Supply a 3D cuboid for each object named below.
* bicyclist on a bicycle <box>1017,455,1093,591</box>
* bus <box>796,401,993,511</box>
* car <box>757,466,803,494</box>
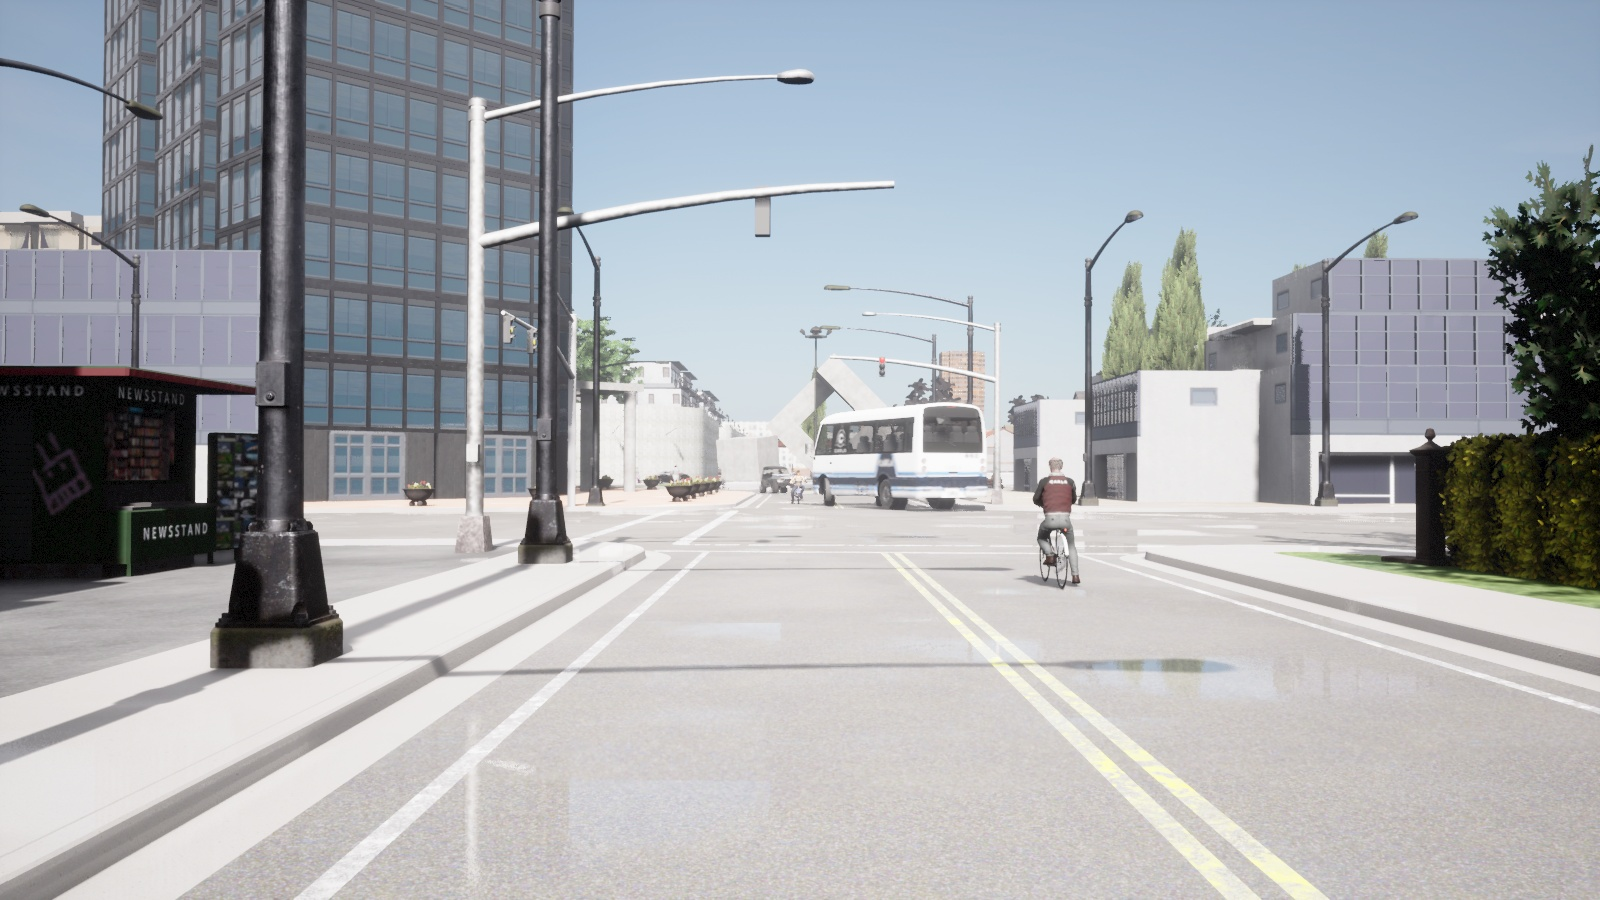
[{"bbox_3d":[3.485,0.961,17.280,0.659,1.776,1.843,0,-1,0],"label":"bicyclist on a bicycle"},{"bbox_3d":[3.759,0.329,53.984,3.944,4.253,10.273,0,-1,-24],"label":"bus"},{"bbox_3d":[-1.386,2.062,86.313,1.905,1.878,3.866,0,-1,-22],"label":"car"}]
